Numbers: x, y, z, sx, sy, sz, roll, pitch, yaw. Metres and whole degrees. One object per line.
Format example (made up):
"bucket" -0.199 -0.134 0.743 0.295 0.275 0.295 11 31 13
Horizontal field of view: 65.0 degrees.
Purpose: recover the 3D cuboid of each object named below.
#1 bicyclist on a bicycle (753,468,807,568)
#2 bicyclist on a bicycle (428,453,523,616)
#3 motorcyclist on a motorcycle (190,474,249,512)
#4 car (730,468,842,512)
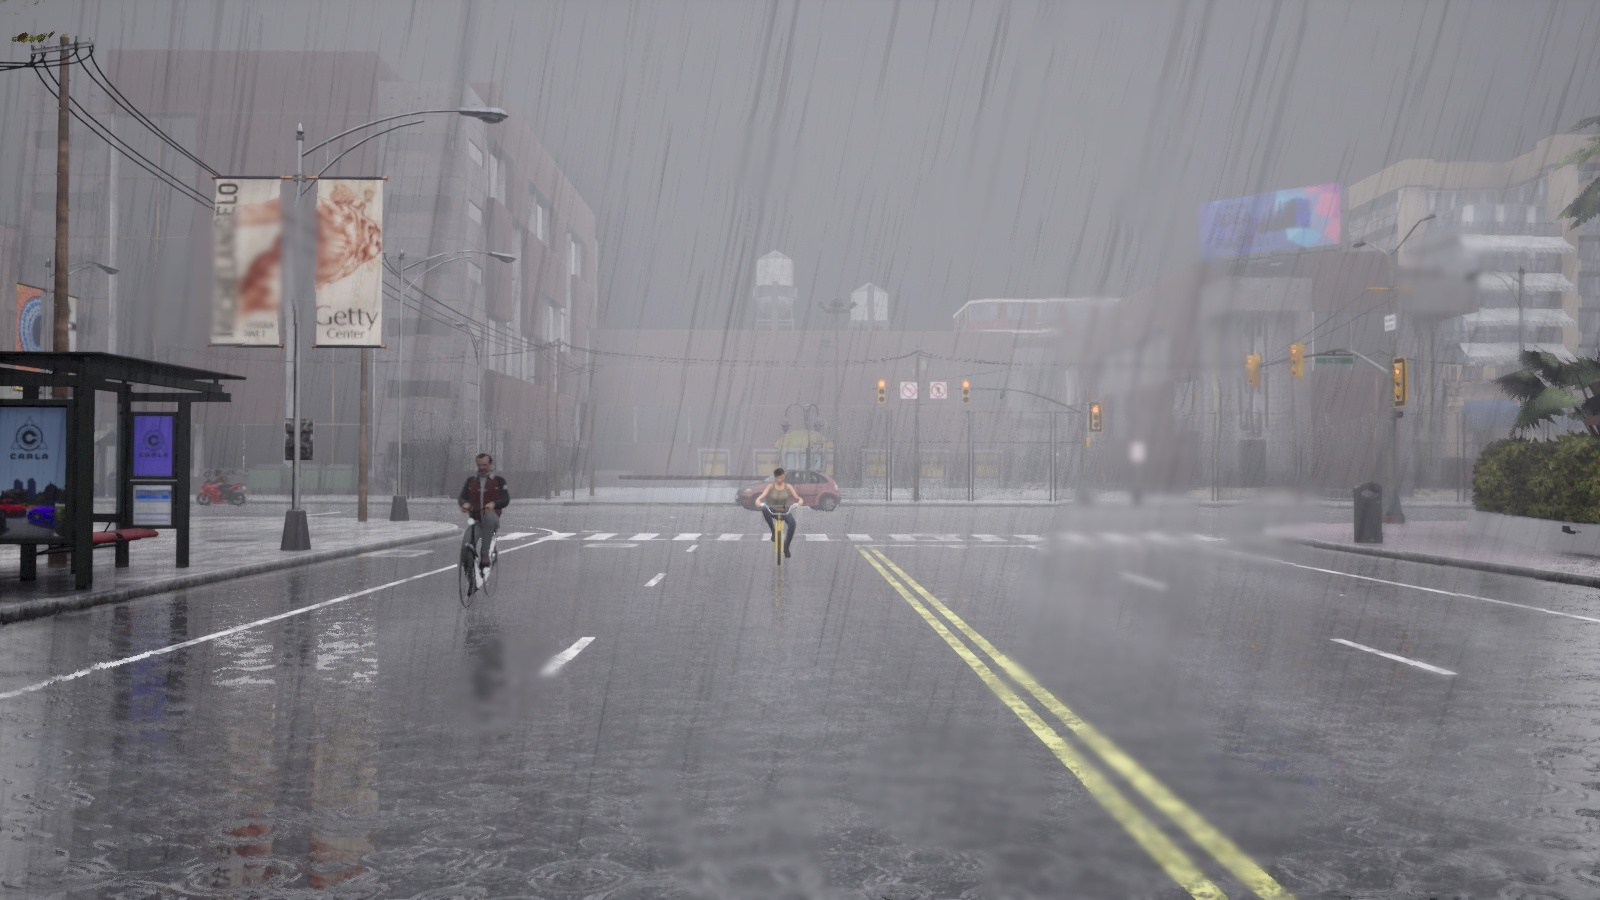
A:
"bicyclist on a bicycle" -0.335 1.104 20.974 0.866 1.612 1.509 0 -1 0
"bicyclist on a bicycle" -3.749 0.945 14.642 0.659 1.776 1.843 0 -1 -1
"motorcyclist on a motorcycle" -23.802 1.754 51.478 2.044 1.523 0.797 0 -1 0
"car" -0.559 1.529 48.594 3.988 1.617 1.851 0 -1 -15
